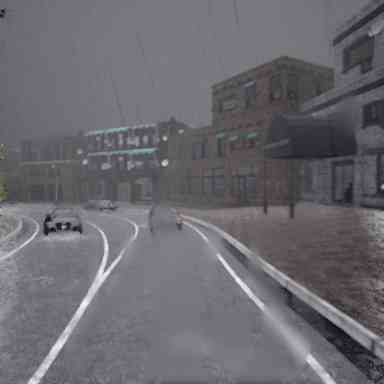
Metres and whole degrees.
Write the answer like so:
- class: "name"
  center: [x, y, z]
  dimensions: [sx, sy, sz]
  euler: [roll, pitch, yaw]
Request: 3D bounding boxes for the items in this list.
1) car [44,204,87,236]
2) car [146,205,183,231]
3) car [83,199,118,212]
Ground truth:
- class: "car"
  center: [-7.469, 1.640, 19.343]
  dimensions: [1.994, 1.385, 4.181]
  euler: [-1, 0, -22]
- class: "car"
  center: [-1.768, 1.533, 20.499]
  dimensions: [2.033, 1.411, 5.357]
  euler: [-1, 0, -10]
- class: "car"
  center: [-10.481, 1.474, 37.496]
  dimensions: [5.357, 1.411, 2.033]
  euler: [0, 1, 44]
